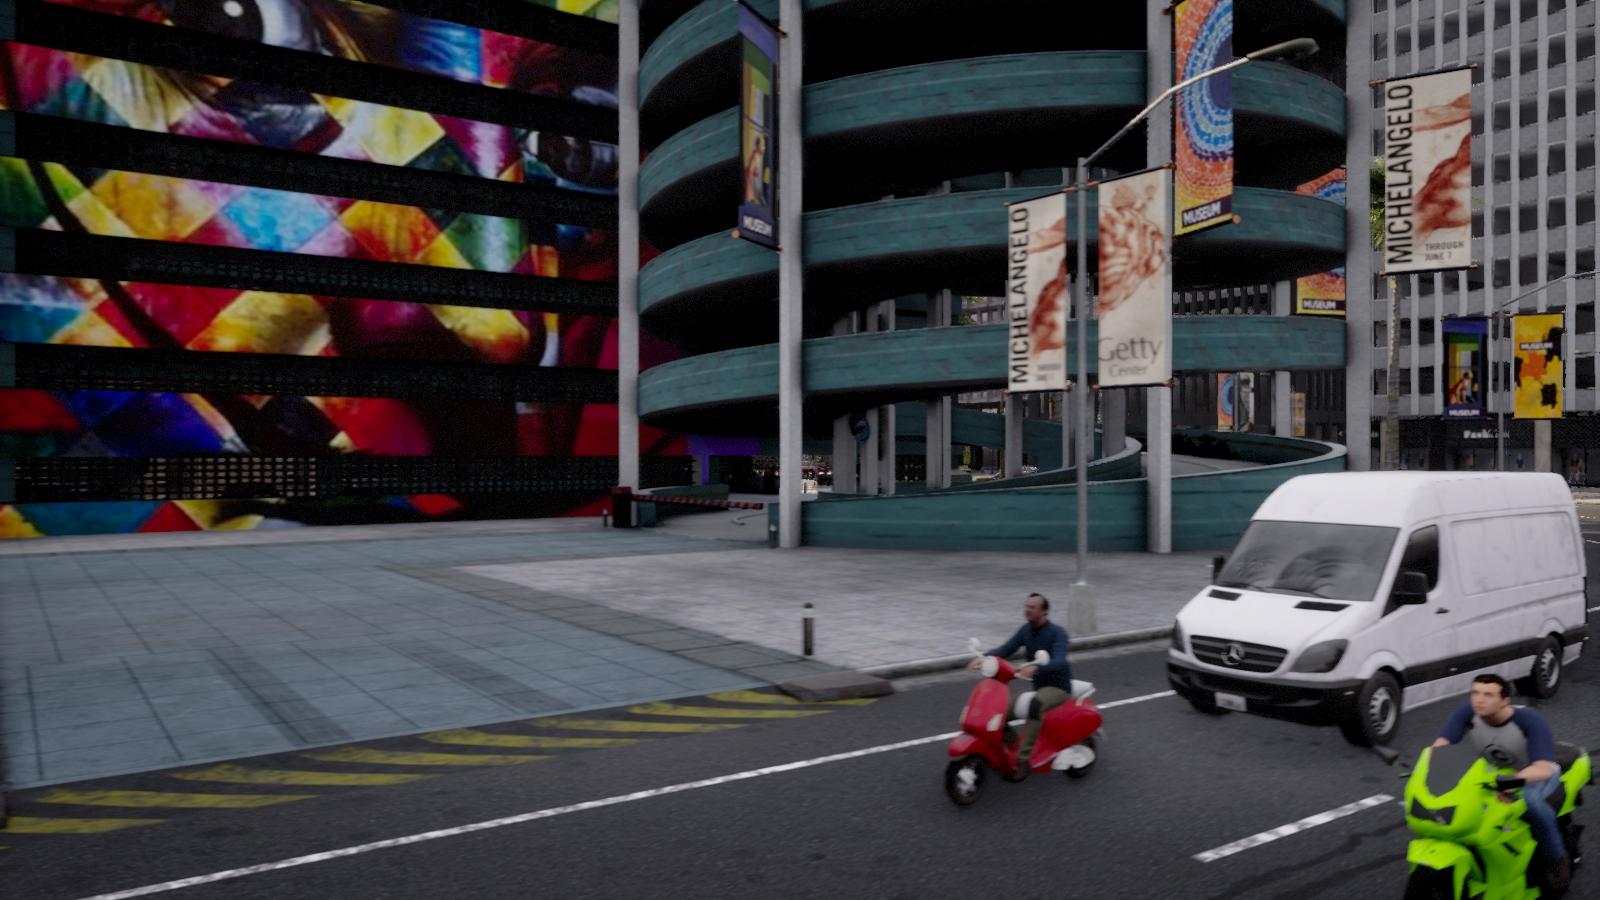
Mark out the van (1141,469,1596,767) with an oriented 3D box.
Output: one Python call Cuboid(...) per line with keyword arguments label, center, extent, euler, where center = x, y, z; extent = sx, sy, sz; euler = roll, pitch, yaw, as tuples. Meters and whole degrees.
Cuboid(label="van", center=(6.493, 1.539, 12.679), extent=(5.915, 2.561, 1.988), euler=(0, 0, -36))
